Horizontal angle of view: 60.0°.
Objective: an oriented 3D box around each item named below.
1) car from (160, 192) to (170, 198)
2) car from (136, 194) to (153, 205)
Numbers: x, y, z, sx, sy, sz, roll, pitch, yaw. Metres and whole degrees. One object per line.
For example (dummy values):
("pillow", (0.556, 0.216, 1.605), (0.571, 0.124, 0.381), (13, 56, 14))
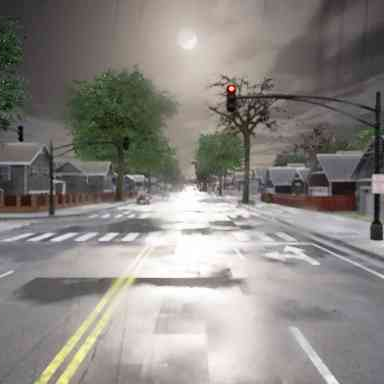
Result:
("car", (-6.475, 0.717, 80.477), (1.812, 1.442, 4.674), (0, 1, 0))
("car", (-6.487, 1.072, 45.834), (2.128, 1.511, 4.902), (0, 1, 0))
